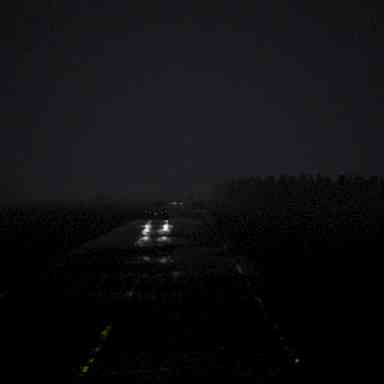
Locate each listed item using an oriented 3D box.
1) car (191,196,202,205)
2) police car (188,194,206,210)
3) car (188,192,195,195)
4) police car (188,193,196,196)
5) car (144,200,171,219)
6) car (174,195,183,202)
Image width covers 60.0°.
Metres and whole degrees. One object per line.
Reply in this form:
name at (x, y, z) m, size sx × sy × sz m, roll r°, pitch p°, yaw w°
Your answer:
car at (0.798, 1.436, 58.213) m, size 1.812 × 1.442 × 4.674 m, roll 0°, pitch 0°, yaw 0°
police car at (0.806, 1.377, 42.324) m, size 1.930 × 1.638 × 5.238 m, roll 0°, pitch 0°, yaw 0°
car at (-0.033, 1.299, 75.446) m, size 1.895 × 1.301 × 4.718 m, roll 0°, pitch 0°, yaw 0°
police car at (0.801, 1.352, 52.323) m, size 1.930 × 1.638 × 5.238 m, roll 0°, pitch 0°, yaw 0°
car at (-2.861, 1.482, 28.443) m, size 1.837 × 1.490 × 4.892 m, roll 0°, pitch 0°, yaw 0°
car at (-2.781, 1.415, 69.396) m, size 2.033 × 1.411 × 5.357 m, roll 0°, pitch 0°, yaw 0°
